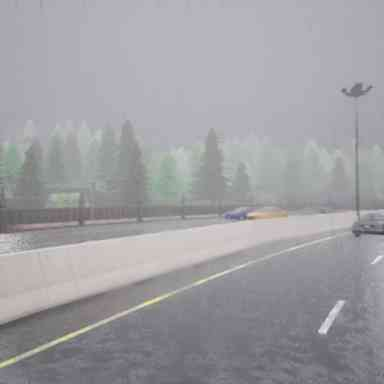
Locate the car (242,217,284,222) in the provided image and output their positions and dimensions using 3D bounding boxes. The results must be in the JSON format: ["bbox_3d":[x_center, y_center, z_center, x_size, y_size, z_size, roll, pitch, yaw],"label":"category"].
[{"bbox_3d":[7.027,2.148,30.895,5.008,1.535,1.882,1,-2,-44],"label":"car"}]

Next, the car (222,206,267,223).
[{"bbox_3d":[5.445,2.222,34.252,5.008,1.535,1.882,1,-2,-44],"label":"car"}]

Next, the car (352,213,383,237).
[{"bbox_3d":[11.328,1.981,20.094,2.033,1.411,5.357,-1,-2,43],"label":"car"}]

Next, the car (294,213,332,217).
[{"bbox_3d":[11.029,1.999,29.906,4.553,1.767,2.097,1,-2,-42],"label":"car"}]
